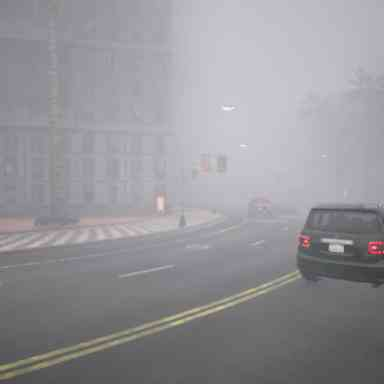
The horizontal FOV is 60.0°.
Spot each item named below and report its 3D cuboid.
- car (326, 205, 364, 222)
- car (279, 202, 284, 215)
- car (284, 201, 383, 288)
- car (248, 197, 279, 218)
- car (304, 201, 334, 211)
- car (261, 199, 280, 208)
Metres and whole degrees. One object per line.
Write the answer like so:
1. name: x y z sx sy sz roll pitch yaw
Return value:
1. car: 13.749 1.874 30.216 1.895 1.301 4.718 0 -1 9
2. car: 10.618 1.908 38.680 2.033 1.411 5.357 0 -1 -2
3. car: 4.801 1.308 9.195 2.150 2.045 5.566 0 0 40
4. car: 7.040 1.545 34.253 2.150 2.045 5.566 0 -1 4
5. car: 18.268 2.004 48.145 1.994 1.385 4.181 0 -1 -13
6. car: 14.570 2.109 62.215 1.812 1.442 4.674 0 -1 -10
